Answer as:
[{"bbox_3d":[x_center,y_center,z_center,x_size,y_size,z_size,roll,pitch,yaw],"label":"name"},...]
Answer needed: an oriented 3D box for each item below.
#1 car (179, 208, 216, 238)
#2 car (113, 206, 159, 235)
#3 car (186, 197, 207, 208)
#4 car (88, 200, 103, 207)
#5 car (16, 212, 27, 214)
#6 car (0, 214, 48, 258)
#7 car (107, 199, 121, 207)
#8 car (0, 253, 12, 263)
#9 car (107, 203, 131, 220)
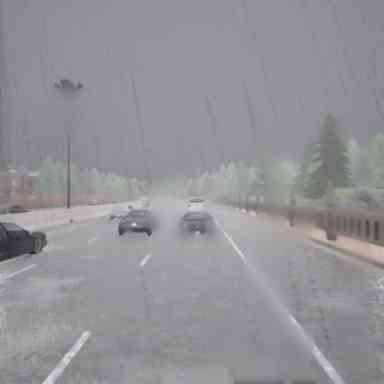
[{"bbox_3d":[0.308,1.812,19.220,1.895,1.301,4.718,0,-1,1],"label":"car"},{"bbox_3d":[-3.178,1.802,20.416,1.994,1.385,4.181,0,-1,1],"label":"car"},{"bbox_3d":[0.536,1.638,37.824,2.150,2.045,5.566,0,-1,1],"label":"car"},{"bbox_3d":[-20.305,2.373,70.014,1.812,1.442,4.674,0,-1,-1],"label":"car"},{"bbox_3d":[-17.245,1.913,30.872,1.837,1.490,4.892,0,-1,1],"label":"car"},{"bbox_3d":[-6.794,1.696,11.077,2.033,1.411,5.357,0,-1,1],"label":"car"},{"bbox_3d":[-16.851,2.338,72.187,1.882,1.535,5.008,0,-1,-1],"label":"car"},{"bbox_3d":[-3.405,1.563,2.162,1.812,1.442,4.674,0,-1,1],"label":"car"},{"bbox_3d":[-6.550,1.904,31.934,1.812,1.442,4.674,0,-1,1],"label":"car"}]
